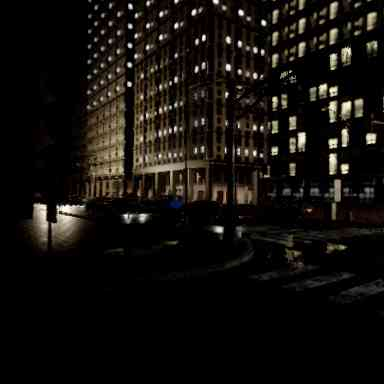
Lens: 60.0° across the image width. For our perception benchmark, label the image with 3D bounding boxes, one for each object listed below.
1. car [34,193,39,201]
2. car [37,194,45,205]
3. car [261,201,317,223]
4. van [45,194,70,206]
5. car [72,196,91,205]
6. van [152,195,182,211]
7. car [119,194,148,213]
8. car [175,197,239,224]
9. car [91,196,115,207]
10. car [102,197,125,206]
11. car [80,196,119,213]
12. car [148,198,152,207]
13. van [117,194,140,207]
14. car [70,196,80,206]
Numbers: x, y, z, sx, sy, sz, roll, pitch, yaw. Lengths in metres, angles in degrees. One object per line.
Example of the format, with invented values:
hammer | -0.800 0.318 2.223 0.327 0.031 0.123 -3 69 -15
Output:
car | -29.106 1.081 61.530 2.192 1.841 5.009 1 -1 -35
car | -22.571 1.358 52.314 1.802 1.307 4.206 1 -1 -35
car | 7.145 1.378 24.917 1.967 1.590 4.097 1 -1 -35
van | -19.300 1.123 47.709 1.690 1.788 3.998 1 -1 -35
car | -19.097 1.376 57.251 1.812 1.442 4.674 1 0 -35
van | -2.660 1.255 38.738 1.690 1.788 3.998 1 -1 -35
car | -6.870 1.316 34.667 1.882 1.535 5.008 1 1 -35
car | 1.141 1.335 23.367 1.882 1.535 5.008 1 0 -36
car | -13.097 1.366 48.886 1.837 1.490 4.892 1 0 -35
car | -12.469 1.460 52.556 1.947 1.339 4.313 1 -1 -35
car | -9.497 1.353 33.888 2.008 1.369 4.403 1 -1 -35
car | -5.931 1.457 43.343 2.008 1.369 4.403 1 -1 -35
van | -9.197 1.241 47.952 1.690 1.788 3.998 1 -1 -35
car | -18.169 1.367 50.758 2.033 1.411 5.357 1 0 -35
